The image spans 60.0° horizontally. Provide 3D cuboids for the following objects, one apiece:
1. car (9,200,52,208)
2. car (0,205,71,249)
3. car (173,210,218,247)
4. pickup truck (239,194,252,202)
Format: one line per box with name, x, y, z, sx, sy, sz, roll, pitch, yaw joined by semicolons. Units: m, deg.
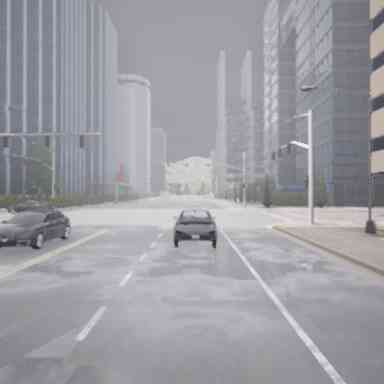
car;-17.157;1.657;35.379;4.892;1.490;1.837;0;-1;13
car;-6.979;1.568;14.830;1.837;1.490;4.892;0;0;0
car;0.135;1.559;15.424;2.128;1.511;4.902;0;0;0
pickup truck;13.304;1.409;79.116;2.390;2.098;6.274;0;0;31
